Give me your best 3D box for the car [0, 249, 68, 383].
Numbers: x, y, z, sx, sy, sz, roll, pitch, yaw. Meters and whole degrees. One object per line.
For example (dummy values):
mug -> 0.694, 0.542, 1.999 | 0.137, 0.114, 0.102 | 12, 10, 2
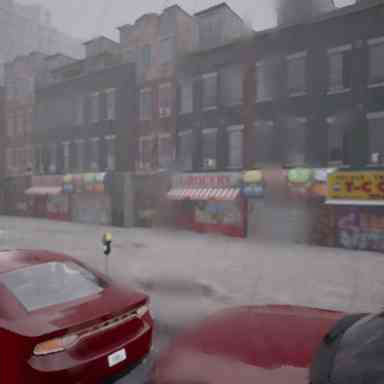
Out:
car -> -2.574, 1.478, 4.586 | 4.507, 1.381, 1.887 | 1, 0, 35

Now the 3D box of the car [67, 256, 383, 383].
car -> 1.950, 1.327, 1.446 | 5.009, 1.841, 2.192 | 1, 0, 35
